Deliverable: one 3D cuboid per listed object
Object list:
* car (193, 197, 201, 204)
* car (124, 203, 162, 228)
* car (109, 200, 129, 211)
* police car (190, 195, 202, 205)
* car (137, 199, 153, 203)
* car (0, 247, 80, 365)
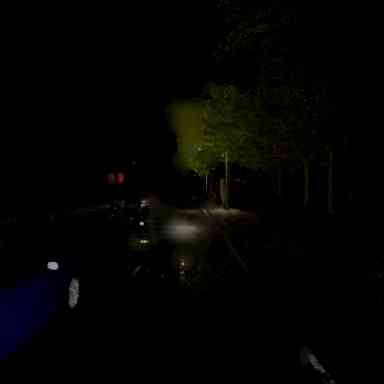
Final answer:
[{"bbox_3d":[1.069,1.918,77.064,1.837,1.490,4.892,0,0,0],"label":"car"},{"bbox_3d":[-3.122,1.687,22.974,1.895,1.301,4.718,0,0,0],"label":"car"},{"bbox_3d":[-9.786,1.744,45.077,2.033,1.411,5.357,0,0,0],"label":"car"},{"bbox_3d":[1.057,1.764,67.175,1.930,1.638,5.238,0,0,0],"label":"police car"},{"bbox_3d":[-6.529,1.696,46.414,2.128,1.511,4.902,0,0,0],"label":"car"},{"bbox_3d":[-3.144,1.491,4.627,1.882,1.535,5.008,0,0,0],"label":"car"}]
